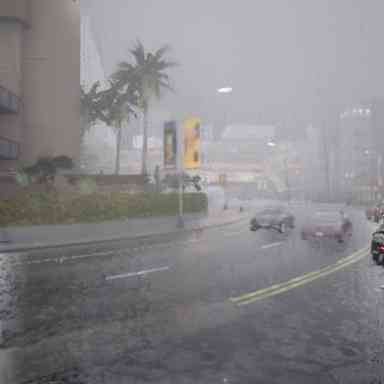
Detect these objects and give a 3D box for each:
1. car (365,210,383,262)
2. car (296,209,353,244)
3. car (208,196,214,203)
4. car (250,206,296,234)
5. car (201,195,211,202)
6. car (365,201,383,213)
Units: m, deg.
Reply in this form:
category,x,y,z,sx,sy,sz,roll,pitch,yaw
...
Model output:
category,x,y,z,sx,sy,sz,roll,pitch,yaw
car,7.629,1.559,11.550,2.128,1.511,4.902,0,0,40
car,6.905,1.618,16.713,1.812,1.442,4.674,0,0,33
car,4.425,1.912,85.457,2.097,1.535,5.008,0,0,-4
car,5.090,1.615,20.360,1.837,1.490,4.892,0,-1,30
car,3.860,1.817,91.859,2.185,1.767,4.553,0,0,-4
car,15.461,1.505,26.818,2.097,1.767,4.553,0,0,17
